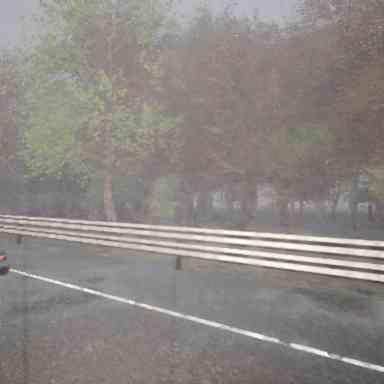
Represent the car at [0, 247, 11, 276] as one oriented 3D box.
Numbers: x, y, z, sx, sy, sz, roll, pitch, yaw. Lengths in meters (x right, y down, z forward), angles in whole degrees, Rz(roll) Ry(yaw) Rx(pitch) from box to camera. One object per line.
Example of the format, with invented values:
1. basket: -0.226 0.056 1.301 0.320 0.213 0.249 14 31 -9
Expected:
1. car: -7.184 1.705 9.357 5.357 1.411 2.033 0 -2 36
